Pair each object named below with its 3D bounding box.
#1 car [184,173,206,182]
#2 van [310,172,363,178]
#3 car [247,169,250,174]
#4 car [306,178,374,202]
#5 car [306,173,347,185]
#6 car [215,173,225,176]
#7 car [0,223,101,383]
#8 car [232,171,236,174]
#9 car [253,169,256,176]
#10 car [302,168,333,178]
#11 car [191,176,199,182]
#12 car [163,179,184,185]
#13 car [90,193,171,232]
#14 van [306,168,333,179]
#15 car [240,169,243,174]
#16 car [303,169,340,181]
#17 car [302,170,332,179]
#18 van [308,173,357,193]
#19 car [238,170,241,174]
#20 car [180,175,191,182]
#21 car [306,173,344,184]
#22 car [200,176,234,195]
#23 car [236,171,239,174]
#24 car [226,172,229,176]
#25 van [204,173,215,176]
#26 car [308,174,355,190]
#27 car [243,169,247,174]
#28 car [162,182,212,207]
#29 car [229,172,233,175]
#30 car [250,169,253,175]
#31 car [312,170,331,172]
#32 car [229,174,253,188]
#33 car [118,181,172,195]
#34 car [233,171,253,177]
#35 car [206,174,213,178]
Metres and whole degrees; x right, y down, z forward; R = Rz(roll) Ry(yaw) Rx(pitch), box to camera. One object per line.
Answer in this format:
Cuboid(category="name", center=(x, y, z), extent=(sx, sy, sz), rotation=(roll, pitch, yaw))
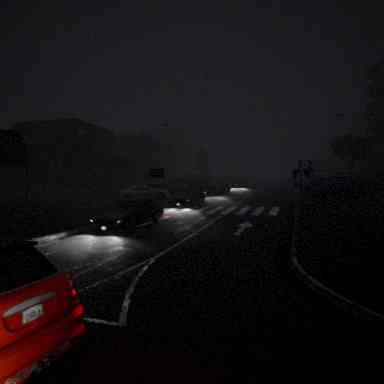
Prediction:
Cuboid(category="car", center=(-0.998, -1.068, 41.946), extent=(4.553, 1.767, 2.185), rotation=(-2, 5, -3))
Cuboid(category="van", center=(13.345, -0.557, 30.095), extent=(4.442, 1.987, 1.878), rotation=(-1, 4, -1))
Cuboid(category="car", center=(10.250, -4.024, 78.306), extent=(5.008, 1.535, 2.097), rotation=(-2, 4, -2))
Cuboid(category="car", center=(12.262, -0.084, 27.282), extent=(5.008, 1.535, 2.097), rotation=(-1, 4, -1))
Cuboid(category="car", center=(19.003, -1.807, 47.109), extent=(4.892, 1.521, 2.231), rotation=(-1, 5, -2))
Cuboid(category="car", center=(1.732, -1.674, 50.383), extent=(5.366, 1.575, 1.946), rotation=(-2, 4, -3))
Cuboid(category="car", center=(-3.778, 1.354, 4.277), extent=(4.553, 1.767, 2.097), rotation=(0, 0, 17))
Cuboid(category="car", center=(5.003, -2.622, 61.556), extent=(4.892, 1.521, 2.231), rotation=(-2, 5, -3))
Cuboid(category="car", center=(12.859, -4.902, 86.654), extent=(5.566, 2.045, 2.435), rotation=(-2, 4, -2))
Cuboid(category="car", center=(26.300, -4.013, 69.905), extent=(5.566, 2.045, 2.435), rotation=(-1, 4, -2))
Cuboid(category="car", center=(-1.908, -0.670, 39.143), extent=(4.792, 1.488, 2.163), rotation=(-2, 5, -3))
Cuboid(category="car", center=(-3.555, -0.191, 33.523), extent=(4.792, 1.488, 2.163), rotation=(-2, 4, -3))
Cuboid(category="car", center=(-3.147, 1.056, 17.301), extent=(2.033, 1.411, 5.357), rotation=(0, 4, 17))
Cuboid(category="van", center=(24.601, -3.514, 64.215), extent=(4.442, 1.987, 1.878), rotation=(-1, 4, -2))
Cuboid(category="car", center=(7.637, -3.466, 69.924), extent=(4.553, 1.767, 2.185), rotation=(-2, 4, -2))
Cuboid(category="car", center=(22.728, -3.048, 58.509), extent=(5.566, 2.045, 2.435), rotation=(-1, 4, -2))
Cuboid(category="car", center=(25.194, -3.528, 67.066), extent=(5.366, 1.575, 1.946), rotation=(-1, 5, -2))
Cuboid(category="van", center=(15.041, -1.045, 35.741), extent=(4.442, 1.987, 1.878), rotation=(-1, 5, -1))
Cuboid(category="car", center=(6.743, -3.103, 67.142), extent=(5.008, 1.535, 2.097), rotation=(-2, 5, -2))
Cuboid(category="car", center=(-2.707, -0.586, 36.319), extent=(4.553, 1.767, 2.185), rotation=(-2, 5, -3))
Cuboid(category="car", center=(19.966, -2.026, 49.964), extent=(4.792, 1.488, 2.163), rotation=(-1, 4, -2))
Cuboid(category="car", center=(2.867, -0.592, 36.371), extent=(1.882, 1.535, 5.008), rotation=(0, 5, 20))
Cuboid(category="car", center=(5.874, -2.861, 64.346), extent=(4.892, 1.521, 2.231), rotation=(-2, 4, -2))
Cuboid(category="car", center=(3.299, -2.115, 55.970), extent=(4.792, 1.488, 2.163), rotation=(-2, 4, -3))
Cuboid(category="van", center=(0.563, -1.643, 47.552), extent=(4.442, 1.987, 1.878), rotation=(-2, 5, -3))
Cuboid(category="car", center=(16.092, -1.193, 38.591), extent=(4.553, 1.767, 2.185), rotation=(-1, 4, -1))
Cuboid(category="car", center=(9.389, -3.927, 75.503), extent=(4.553, 1.767, 2.185), rotation=(-2, 4, -2))
Cuboid(category="car", center=(-0.227, 0.296, 26.896), extent=(2.033, 1.411, 5.357), rotation=(0, 5, 17))
Cuboid(category="car", center=(4.125, -2.383, 58.766), extent=(5.008, 1.535, 2.097), rotation=(-2, 4, -3))
Cuboid(category="car", center=(11.826, -4.447, 83.880), extent=(5.366, 1.575, 1.946), rotation=(-2, 4, -2))
Cuboid(category="car", center=(14.163, -0.826, 32.912), extent=(5.566, 2.045, 2.435), rotation=(-1, 5, -1))
Cuboid(category="car", center=(6.583, -1.324, 45.649), extent=(1.994, 1.385, 4.181), rotation=(0, 5, 21))
Cuboid(category="car", center=(-4.436, 0.062, 30.705), extent=(4.674, 1.452, 2.002), rotation=(-2, 4, -3))
Cuboid(category="car", center=(13.791, -4.852, 89.460), extent=(4.892, 1.521, 2.231), rotation=(-2, 4, -2))
Cuboid(category="car", center=(-0.175, -1.183, 44.773), extent=(5.008, 1.535, 2.097), rotation=(-2, 4, -3))
